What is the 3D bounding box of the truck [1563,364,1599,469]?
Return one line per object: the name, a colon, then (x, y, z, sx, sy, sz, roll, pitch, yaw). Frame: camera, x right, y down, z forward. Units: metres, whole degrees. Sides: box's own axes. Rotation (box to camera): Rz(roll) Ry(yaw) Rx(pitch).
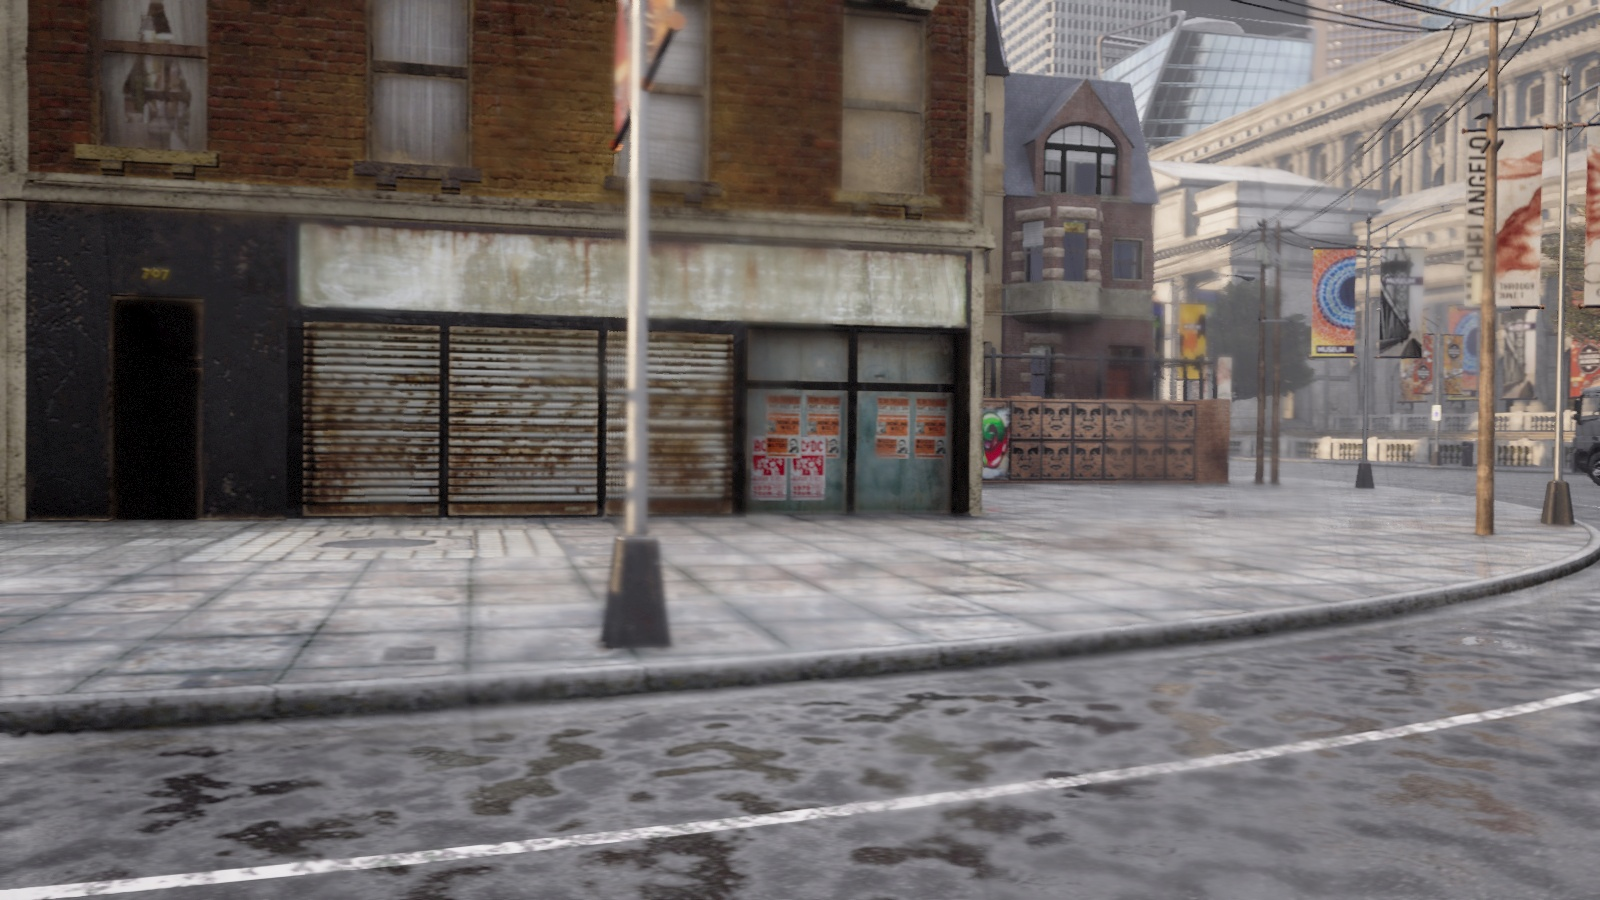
truck: (27.789, -1.092, 39.340, 2.891, 3.462, 7.936, -1, 1, 0)
